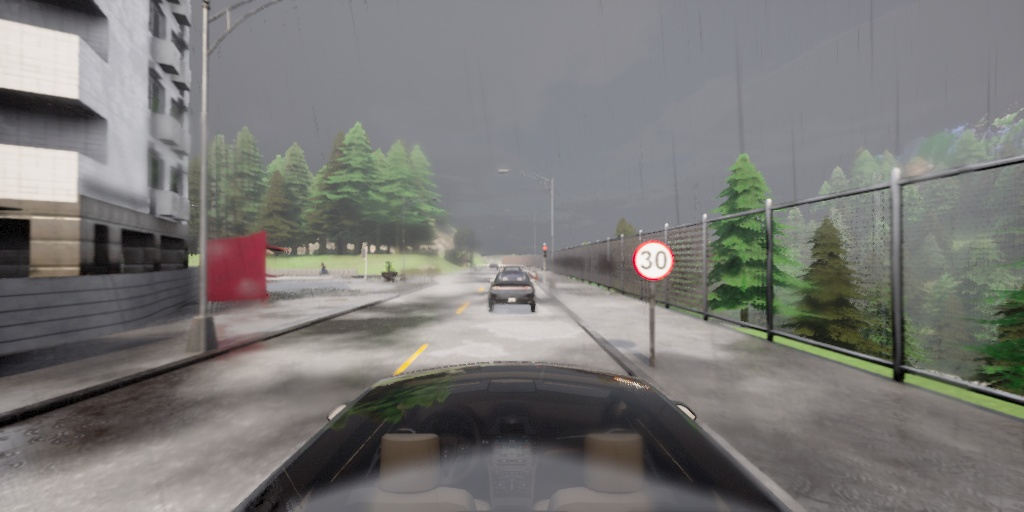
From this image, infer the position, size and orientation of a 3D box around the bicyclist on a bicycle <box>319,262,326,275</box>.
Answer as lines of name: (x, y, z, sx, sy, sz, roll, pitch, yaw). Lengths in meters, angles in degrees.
bicyclist on a bicycle: (-24.146, 1.597, 45.750, 0.582, 1.620, 1.656, 0, 0, 0)

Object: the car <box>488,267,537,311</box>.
car: (0.025, 1.396, 15.327, 2.128, 1.511, 4.902, 0, 0, 0)
